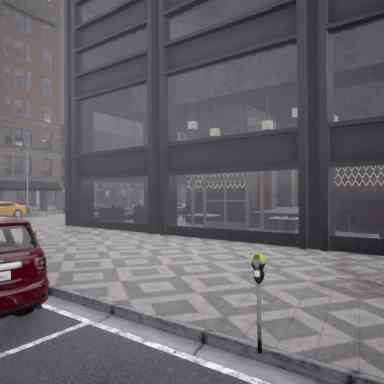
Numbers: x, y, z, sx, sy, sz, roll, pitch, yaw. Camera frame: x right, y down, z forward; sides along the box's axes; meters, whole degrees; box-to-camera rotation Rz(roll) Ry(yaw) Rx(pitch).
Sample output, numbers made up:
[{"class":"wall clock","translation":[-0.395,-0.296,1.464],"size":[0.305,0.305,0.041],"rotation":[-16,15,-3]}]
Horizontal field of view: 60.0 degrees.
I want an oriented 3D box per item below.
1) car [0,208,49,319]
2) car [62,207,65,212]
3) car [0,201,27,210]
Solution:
[{"class":"car","translation":[-4.718,1.317,6.230],"size":[5.009,1.841,2.192],"rotation":[0,-1,36]},{"class":"car","translation":[-12.436,1.794,39.139],"size":[2.033,1.411,5.357],"rotation":[-1,-1,35]},{"class":"car","translation":[-18.209,1.641,31.156],"size":[1.882,1.535,5.008],"rotation":[-1,-1,36]}]
